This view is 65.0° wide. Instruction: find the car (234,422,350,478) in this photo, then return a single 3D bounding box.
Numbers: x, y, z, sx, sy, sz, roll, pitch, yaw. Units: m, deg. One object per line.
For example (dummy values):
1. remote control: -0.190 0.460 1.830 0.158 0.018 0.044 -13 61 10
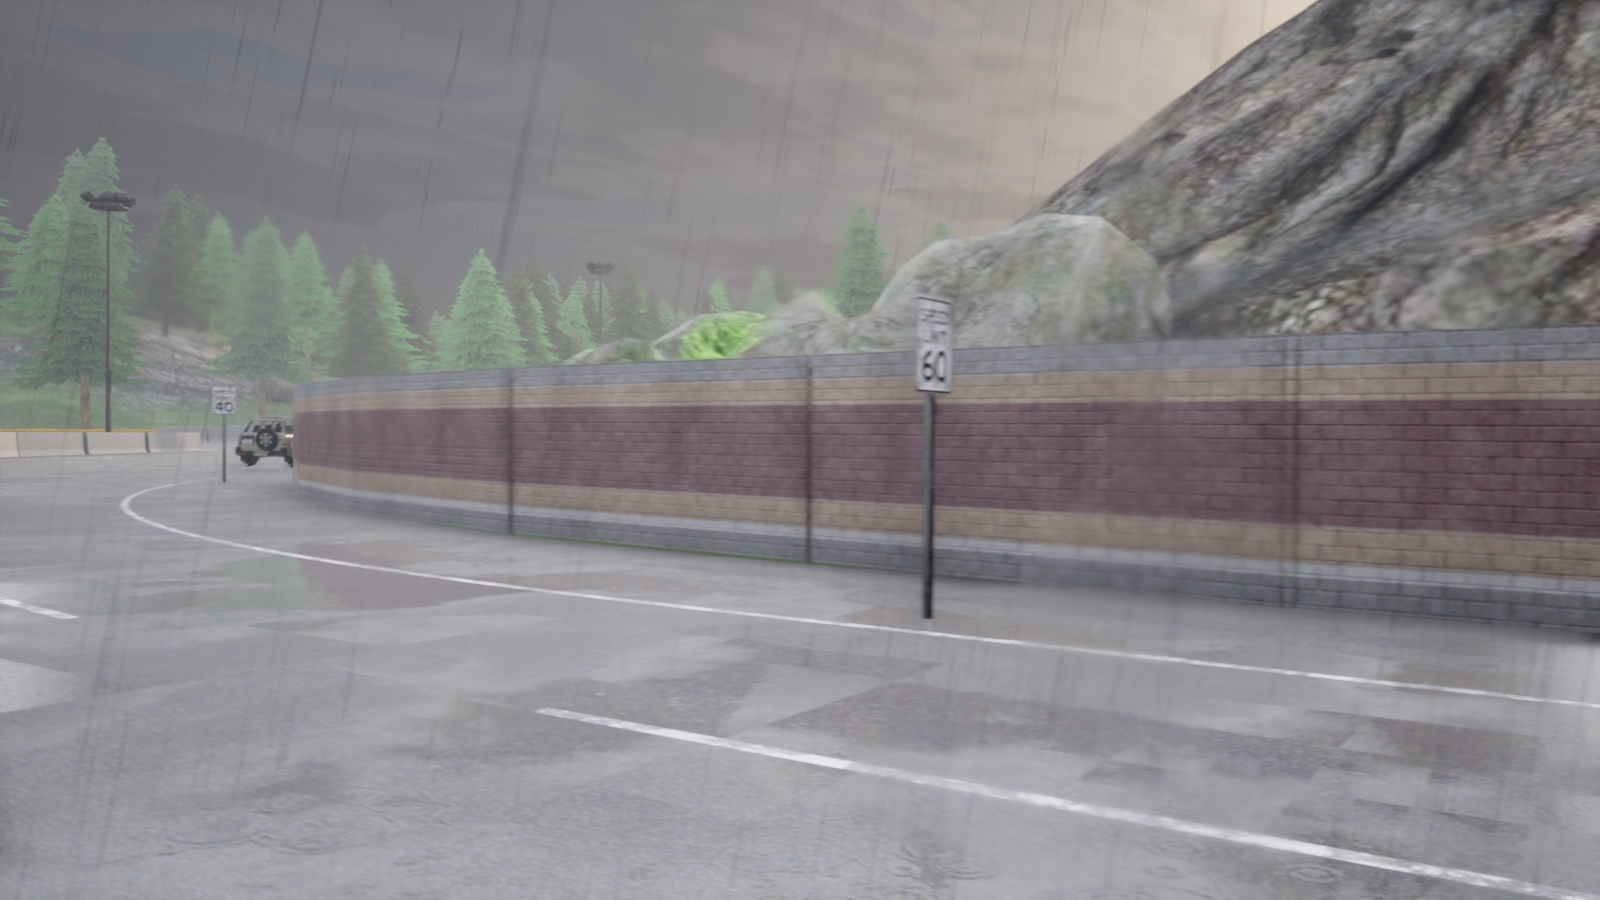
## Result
1. car: -18.345 -0.037 45.597 1.932 1.855 4.605 0 2 6
